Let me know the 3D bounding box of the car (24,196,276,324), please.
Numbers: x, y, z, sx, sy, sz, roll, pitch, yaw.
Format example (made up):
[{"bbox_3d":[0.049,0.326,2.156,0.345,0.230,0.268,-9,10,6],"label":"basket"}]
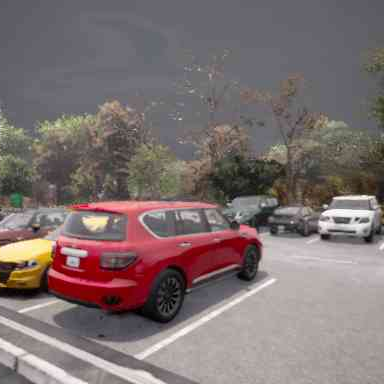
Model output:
[{"bbox_3d":[-0.371,1.213,7.533,2.435,2.045,5.566,0,0,35],"label":"car"}]

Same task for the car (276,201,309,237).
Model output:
[{"bbox_3d":[5.726,1.471,18.197,2.231,1.521,4.892,0,0,35],"label":"car"}]

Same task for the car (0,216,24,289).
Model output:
[{"bbox_3d":[-2.775,1.476,9.185,2.097,1.535,5.008,0,0,35],"label":"car"}]

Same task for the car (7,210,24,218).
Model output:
[{"bbox_3d":[-5.248,1.364,10.946,2.185,1.767,4.553,0,0,35],"label":"car"}]

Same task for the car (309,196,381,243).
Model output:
[{"bbox_3d":[8.001,1.211,16.579,2.435,2.045,5.566,0,0,35],"label":"car"}]

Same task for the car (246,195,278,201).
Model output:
[{"bbox_3d":[3.525,1.230,19.709,2.435,2.045,5.566,0,0,35],"label":"car"}]
